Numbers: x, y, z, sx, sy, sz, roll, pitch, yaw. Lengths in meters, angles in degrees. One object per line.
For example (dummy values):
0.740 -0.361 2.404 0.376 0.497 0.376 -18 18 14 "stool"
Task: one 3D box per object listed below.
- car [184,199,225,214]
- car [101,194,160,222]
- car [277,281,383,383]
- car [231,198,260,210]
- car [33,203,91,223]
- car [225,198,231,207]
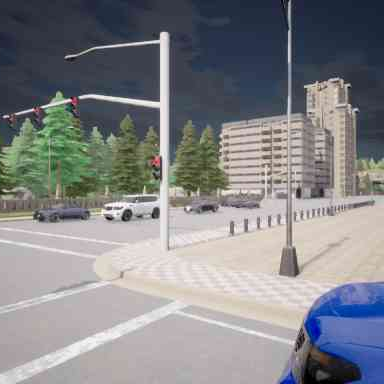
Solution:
1.045 1.491 35.296 2.128 1.511 4.902 0 0 36 "car"
-4.720 1.221 27.217 2.150 2.045 5.566 0 0 35 "car"
3.280 1.221 1.626 5.566 2.045 2.150 0 0 36 "car"
7.390 1.564 44.161 1.994 1.385 4.181 0 0 36 "car"
-10.013 1.564 25.824 1.994 1.385 4.181 0 0 36 "car"
6.044 1.548 48.284 2.033 1.411 5.357 0 0 36 "car"
